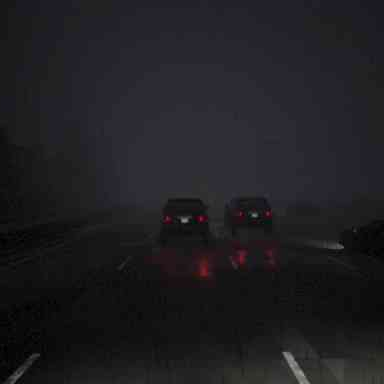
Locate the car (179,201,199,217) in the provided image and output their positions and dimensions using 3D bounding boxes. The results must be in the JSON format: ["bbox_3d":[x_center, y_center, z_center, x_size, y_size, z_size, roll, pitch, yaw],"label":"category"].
[{"bbox_3d":[-0.305,1.708,34.487,1.994,1.385,4.181,0,0,0],"label":"car"}]

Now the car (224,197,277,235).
[{"bbox_3d":[3.189,1.303,19.602,2.150,2.045,5.566,0,0,0],"label":"car"}]

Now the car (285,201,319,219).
[{"bbox_3d":[10.194,1.606,31.139,1.882,1.535,5.008,0,0,0],"label":"car"}]

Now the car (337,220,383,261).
[{"bbox_3d":[6.684,1.592,10.720,2.033,1.411,5.357,0,0,0],"label":"car"}]

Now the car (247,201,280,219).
[{"bbox_3d":[6.696,1.679,31.832,2.033,1.411,5.357,0,0,0],"label":"car"}]

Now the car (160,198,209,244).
[{"bbox_3d":[-0.324,1.290,16.450,2.150,2.045,5.566,0,0,0],"label":"car"}]

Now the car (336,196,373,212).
[{"bbox_3d":[19.019,1.373,38.890,3.866,1.878,1.905,0,0,0],"label":"car"}]
